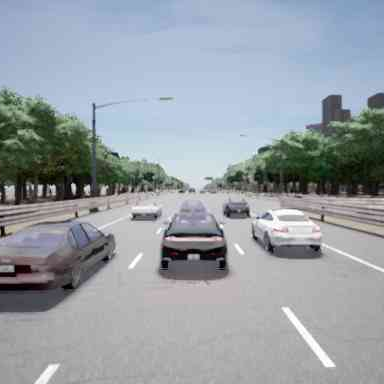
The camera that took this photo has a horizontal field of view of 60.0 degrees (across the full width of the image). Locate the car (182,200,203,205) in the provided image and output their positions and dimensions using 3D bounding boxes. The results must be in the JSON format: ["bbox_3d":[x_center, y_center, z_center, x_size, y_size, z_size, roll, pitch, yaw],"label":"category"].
[{"bbox_3d":[0.050,1.301,23.707,2.033,1.411,5.357,0,1,1],"label":"car"}]

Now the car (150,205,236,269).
[{"bbox_3d":[0.063,1.385,10.690,2.128,1.511,4.902,0,0,0],"label":"car"}]

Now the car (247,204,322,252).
[{"bbox_3d":[3.577,1.396,13.137,1.812,1.442,4.674,0,0,0],"label":"car"}]

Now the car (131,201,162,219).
[{"bbox_3d":[-3.428,1.325,26.043,1.895,1.301,4.718,0,1,0],"label":"car"}]

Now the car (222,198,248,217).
[{"bbox_3d":[3.580,1.196,27.460,2.128,1.511,4.902,0,1,0],"label":"car"}]

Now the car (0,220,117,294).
[{"bbox_3d":[-3.455,1.461,8.745,2.033,1.411,5.357,0,1,1],"label":"car"}]
